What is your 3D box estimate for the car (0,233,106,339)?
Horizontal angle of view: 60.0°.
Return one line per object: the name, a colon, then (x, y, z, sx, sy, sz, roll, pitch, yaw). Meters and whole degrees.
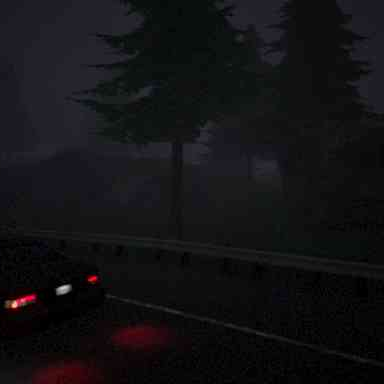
car: (-4.087, 1.502, 6.261, 5.357, 1.411, 2.033, 0, 0, 30)
